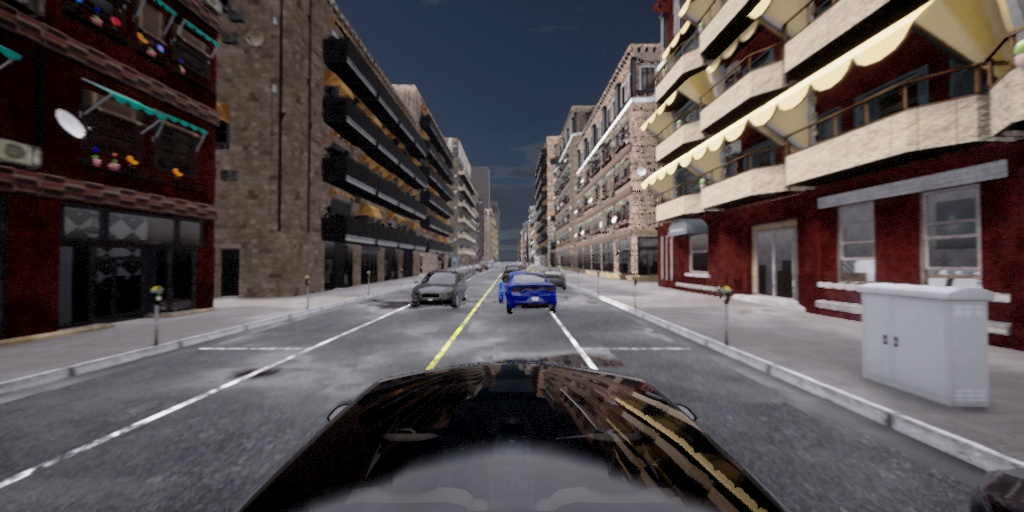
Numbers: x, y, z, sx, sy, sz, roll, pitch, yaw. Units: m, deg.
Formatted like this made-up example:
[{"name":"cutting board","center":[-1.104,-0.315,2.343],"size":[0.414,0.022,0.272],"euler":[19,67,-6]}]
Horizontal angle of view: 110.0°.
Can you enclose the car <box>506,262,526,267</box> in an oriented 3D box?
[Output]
[{"name":"car","center":[0.087,1.629,33.064],"size":[1.837,1.490,4.892],"euler":[0,0,0]}]

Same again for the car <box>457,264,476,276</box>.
[{"name":"car","center":[-5.697,1.771,41.447],"size":[2.007,1.370,4.403],"euler":[0,0,0]}]

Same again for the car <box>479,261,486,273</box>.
[{"name":"car","center":[-5.699,1.965,58.355],"size":[1.888,1.381,4.507],"euler":[0,0,0]}]

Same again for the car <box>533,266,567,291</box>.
[{"name":"car","center":[2.686,1.572,24.537],"size":[2.007,1.370,4.403],"euler":[0,0,0]}]

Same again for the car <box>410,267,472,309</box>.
[{"name":"car","center":[-3.103,1.425,16.027],"size":[1.837,1.490,4.892],"euler":[0,-1,0]}]

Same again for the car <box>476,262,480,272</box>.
[{"name":"car","center":[-5.698,1.838,47.083],"size":[2.007,1.370,4.403],"euler":[0,0,0]}]

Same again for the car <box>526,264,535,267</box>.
[{"name":"car","center":[2.683,1.813,47.250],"size":[1.751,1.417,4.829],"euler":[0,0,0]}]

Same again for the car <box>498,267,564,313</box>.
[{"name":"car","center":[0.520,1.386,15.049],"size":[1.882,1.535,5.008],"euler":[0,-1,-7]}]
